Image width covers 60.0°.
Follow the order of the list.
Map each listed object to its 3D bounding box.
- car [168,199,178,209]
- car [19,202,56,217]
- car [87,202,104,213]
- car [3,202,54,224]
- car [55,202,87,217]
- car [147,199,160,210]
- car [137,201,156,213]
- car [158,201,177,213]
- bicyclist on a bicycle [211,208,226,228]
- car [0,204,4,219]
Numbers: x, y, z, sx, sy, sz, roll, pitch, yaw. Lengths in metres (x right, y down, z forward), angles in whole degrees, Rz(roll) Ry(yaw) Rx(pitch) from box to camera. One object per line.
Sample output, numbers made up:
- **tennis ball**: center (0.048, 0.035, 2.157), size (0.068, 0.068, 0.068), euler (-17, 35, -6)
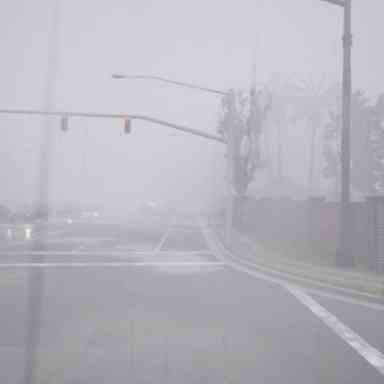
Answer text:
- **car**: center (-3.907, 2.409, 65.712), size (2.150, 2.045, 5.566), euler (2, -1, -1)
- **car**: center (-17.747, 1.940, 38.476), size (1.882, 1.535, 5.008), euler (2, -1, -1)
- **car**: center (-14.354, 2.204, 49.128), size (1.837, 1.490, 4.892), euler (2, -1, 0)
- **car**: center (-14.142, 1.920, 29.217), size (1.812, 1.442, 4.674), euler (1, -1, -1)
- **car**: center (-14.262, 2.165, 39.024), size (1.895, 1.301, 4.718), euler (2, -1, -1)
- **car**: center (-7.359, 2.272, 62.144), size (2.150, 2.045, 5.566), euler (2, -1, -1)
- **car**: center (-7.238, 2.524, 51.864), size (1.895, 1.301, 4.718), euler (2, -1, 0)
- **car**: center (-3.735, 2.542, 51.854), size (1.812, 1.442, 4.674), euler (2, -1, -1)
- **bicyclist on a bicycle**: center (2.383, 2.086, 26.690), size (1.656, 1.620, 0.582), euler (1, -1, -1)
- **car**: center (-17.633, 1.803, 28.976), size (1.837, 1.490, 4.892), euler (2, -1, -1)
